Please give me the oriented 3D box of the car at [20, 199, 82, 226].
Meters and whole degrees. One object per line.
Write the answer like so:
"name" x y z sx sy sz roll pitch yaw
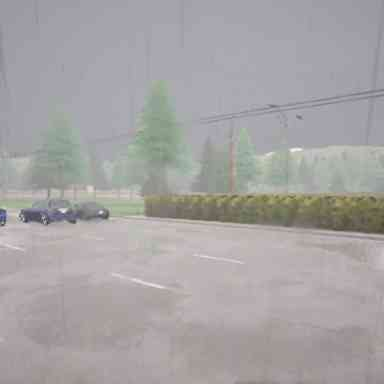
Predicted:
"car" -9.834 1.265 22.636 4.553 1.767 2.097 0 0 41

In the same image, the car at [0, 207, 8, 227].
"car" -13.537 1.396 21.202 5.008 1.535 1.882 0 0 41

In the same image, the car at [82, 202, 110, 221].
"car" -8.277 1.464 25.914 4.181 1.385 1.994 0 0 41
